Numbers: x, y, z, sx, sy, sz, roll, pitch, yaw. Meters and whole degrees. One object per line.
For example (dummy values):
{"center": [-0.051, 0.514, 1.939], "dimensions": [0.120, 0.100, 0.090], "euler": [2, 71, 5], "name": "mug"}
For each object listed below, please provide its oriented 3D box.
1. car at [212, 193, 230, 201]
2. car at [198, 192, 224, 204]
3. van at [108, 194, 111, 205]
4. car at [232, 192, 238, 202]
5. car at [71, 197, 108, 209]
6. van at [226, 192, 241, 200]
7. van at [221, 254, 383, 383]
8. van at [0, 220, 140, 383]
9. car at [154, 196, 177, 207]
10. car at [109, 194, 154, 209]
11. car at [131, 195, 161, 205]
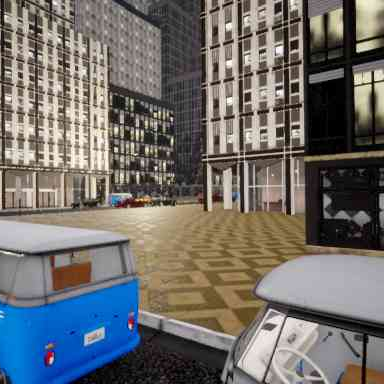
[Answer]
{"center": [6.182, 1.038, 71.095], "dimensions": [1.967, 1.590, 4.097], "euler": [0, 0, 36], "name": "car"}
{"center": [2.956, 0.925, 52.521], "dimensions": [2.192, 1.841, 5.009], "euler": [0, 0, 36], "name": "car"}
{"center": [-10.490, 1.157, 48.349], "dimensions": [1.690, 1.788, 3.998], "euler": [0, 0, 36], "name": "van"}
{"center": [6.292, 1.118, 57.069], "dimensions": [2.008, 1.369, 4.403], "euler": [0, 0, 36], "name": "car"}
{"center": [-13.823, 1.425, 43.800], "dimensions": [1.947, 1.339, 4.313], "euler": [0, 0, 36], "name": "car"}
{"center": [9.516, 0.894, 75.644], "dimensions": [1.690, 1.788, 3.998], "euler": [0, 0, 36], "name": "van"}
{"center": [1.970, 1.341, 1.482], "dimensions": [3.998, 1.788, 1.690], "euler": [0, -1, 36], "name": "van"}
{"center": [-2.568, 1.345, 4.722], "dimensions": [3.998, 1.788, 1.690], "euler": [0, -1, 36], "name": "van"}
{"center": [-3.707, 1.247, 43.427], "dimensions": [2.008, 1.369, 4.403], "euler": [0, 0, 36], "name": "car"}
{"center": [-7.040, 1.284, 38.880], "dimensions": [1.887, 1.381, 4.507], "euler": [0, 0, 36], "name": "car"}
{"center": [-7.255, 1.300, 52.761], "dimensions": [1.752, 1.417, 4.829], "euler": [0, 0, 36], "name": "car"}
